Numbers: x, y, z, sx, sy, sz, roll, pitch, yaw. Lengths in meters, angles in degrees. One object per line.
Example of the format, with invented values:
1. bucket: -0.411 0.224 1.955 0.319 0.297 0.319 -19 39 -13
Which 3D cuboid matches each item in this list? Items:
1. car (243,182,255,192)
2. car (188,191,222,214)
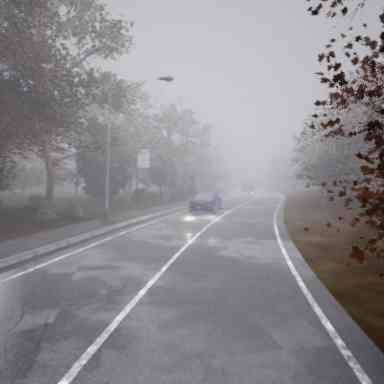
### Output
1. car: 11.388 -1.055 66.768 2.150 2.045 5.566 1 2 8
2. car: 1.128 0.746 26.131 1.882 1.535 5.008 0 2 15
